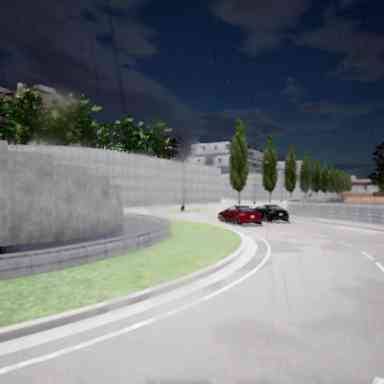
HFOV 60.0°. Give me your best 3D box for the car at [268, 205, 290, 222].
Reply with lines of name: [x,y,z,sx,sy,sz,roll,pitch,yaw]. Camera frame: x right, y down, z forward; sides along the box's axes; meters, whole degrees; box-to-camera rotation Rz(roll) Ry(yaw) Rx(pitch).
car: [6.415,1.763,28.164,1.994,1.385,4.181,0,0,-18]

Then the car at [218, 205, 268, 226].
car: [3.589,1.744,25.460,1.994,1.385,4.181,0,0,-21]
